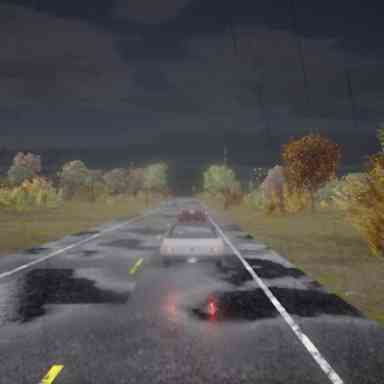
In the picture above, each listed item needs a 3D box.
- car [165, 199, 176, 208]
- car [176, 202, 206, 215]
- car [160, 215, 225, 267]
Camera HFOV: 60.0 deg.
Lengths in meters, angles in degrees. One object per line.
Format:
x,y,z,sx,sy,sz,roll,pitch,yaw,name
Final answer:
-3.590,1.998,56.843,2.128,1.511,4.902,0,-1,0,car
0.034,1.588,27.345,2.097,1.767,4.553,0,-1,1,car
0.032,1.703,11.809,1.895,1.301,4.718,0,0,1,car
